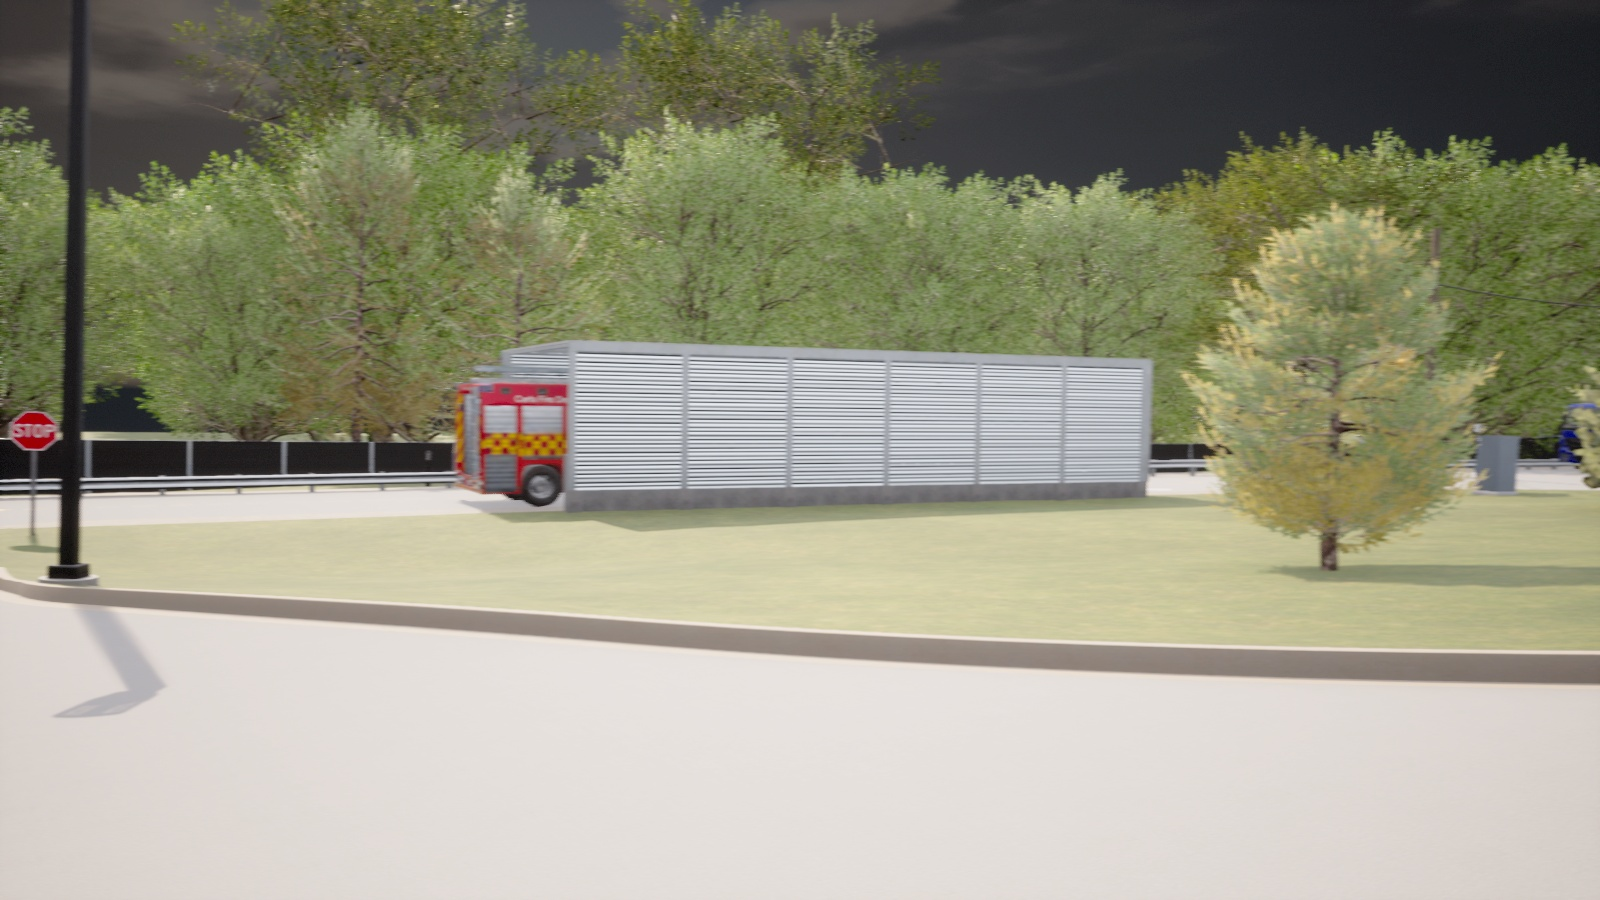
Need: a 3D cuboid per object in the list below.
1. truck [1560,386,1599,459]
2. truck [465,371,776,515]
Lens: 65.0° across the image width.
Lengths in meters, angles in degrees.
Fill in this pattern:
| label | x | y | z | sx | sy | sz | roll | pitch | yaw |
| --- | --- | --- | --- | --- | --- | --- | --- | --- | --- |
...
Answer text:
| label | x | y | z | sx | sy | sz | roll | pitch | yaw |
| --- | --- | --- | --- | --- | --- | --- | --- | --- | --- |
| truck | 41.706 | -1.415 | 62.329 | 7.936 | 3.462 | 2.891 | -1 | 2 | -25 |
| truck | -5.121 | -0.339 | 36.539 | 8.468 | 3.827 | 2.891 | -1 | 3 | -29 |
